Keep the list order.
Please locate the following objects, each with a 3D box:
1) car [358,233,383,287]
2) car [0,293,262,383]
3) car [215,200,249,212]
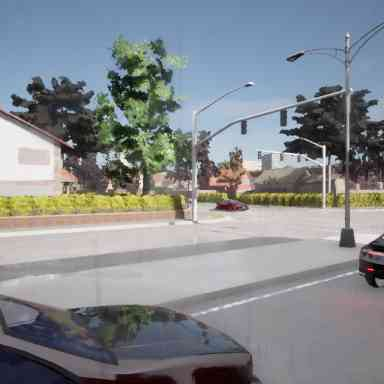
[{"bbox_3d":[5.965,1.492,8.038,4.902,1.511,2.128,0,0,-35],"label":"car"},{"bbox_3d":[-1.954,1.547,2.355,5.357,1.411,2.033,0,0,-35],"label":"car"},{"bbox_3d":[4.532,1.563,38.182,1.994,1.385,4.181,0,0,-36],"label":"car"}]
